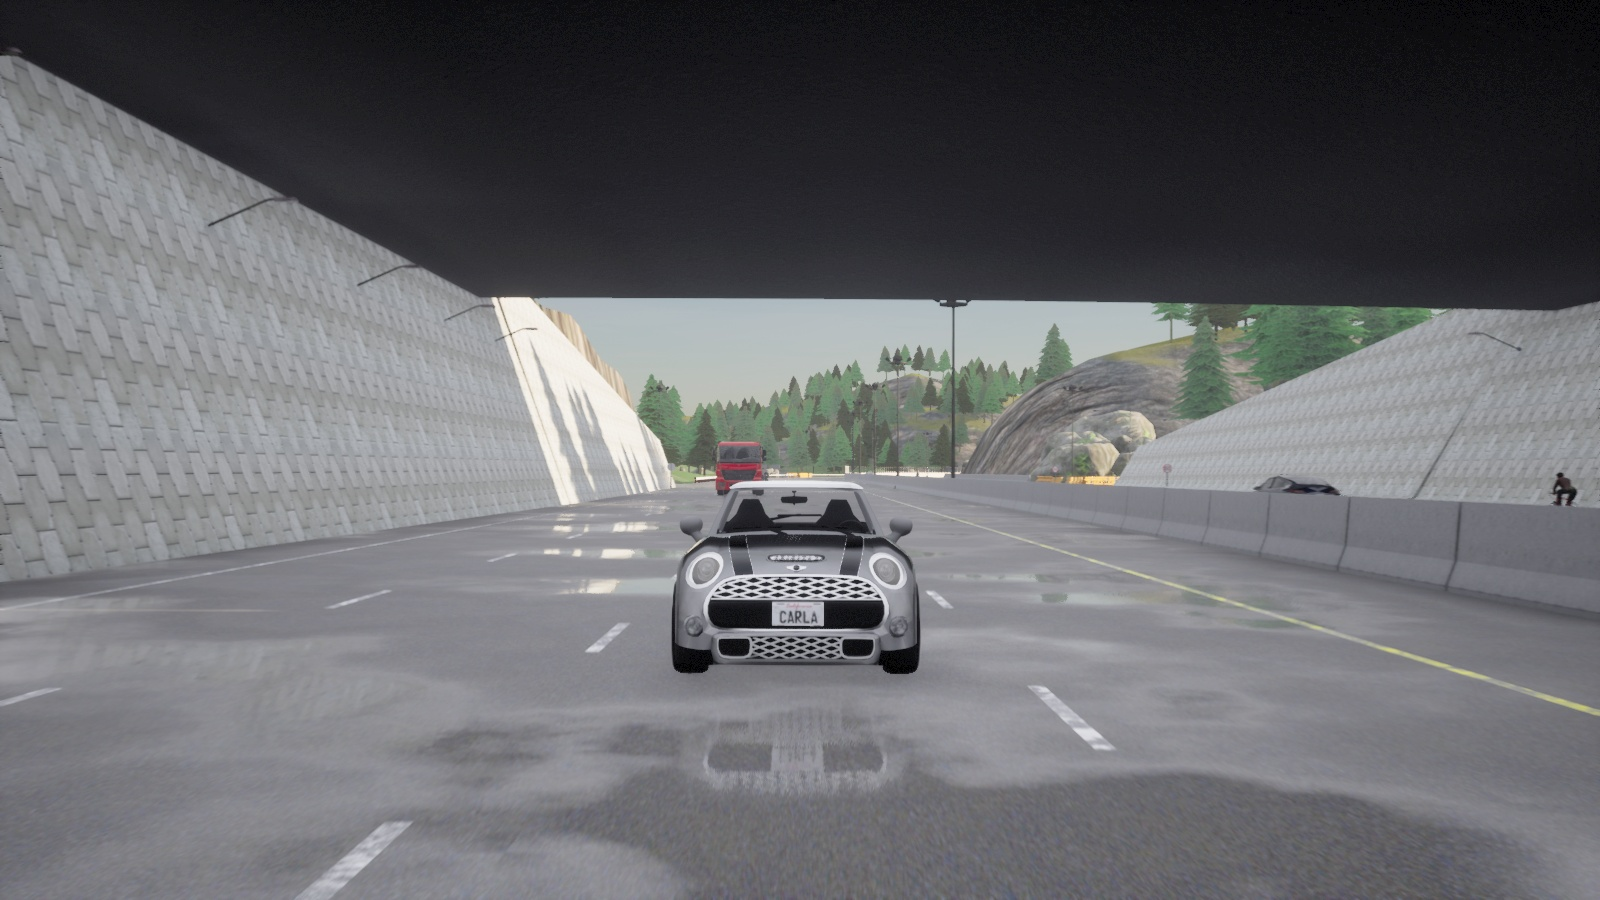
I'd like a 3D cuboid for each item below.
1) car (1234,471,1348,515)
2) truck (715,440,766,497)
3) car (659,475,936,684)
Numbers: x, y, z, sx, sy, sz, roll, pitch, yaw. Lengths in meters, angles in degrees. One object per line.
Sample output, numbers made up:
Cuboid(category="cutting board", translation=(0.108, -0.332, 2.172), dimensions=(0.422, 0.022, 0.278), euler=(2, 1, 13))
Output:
Cuboid(category="car", translation=(17.380, 1.494, 44.761), dimensions=(2.163, 1.488, 4.792), euler=(0, -1, 0))
Cuboid(category="truck", translation=(-3.751, 1.198, 80.665), dimensions=(2.891, 3.462, 7.936), euler=(0, -1, 0))
Cuboid(category="car", translation=(-0.027, 0.962, 10.888), dimensions=(1.970, 1.475, 3.806), euler=(0, -1, 0))
